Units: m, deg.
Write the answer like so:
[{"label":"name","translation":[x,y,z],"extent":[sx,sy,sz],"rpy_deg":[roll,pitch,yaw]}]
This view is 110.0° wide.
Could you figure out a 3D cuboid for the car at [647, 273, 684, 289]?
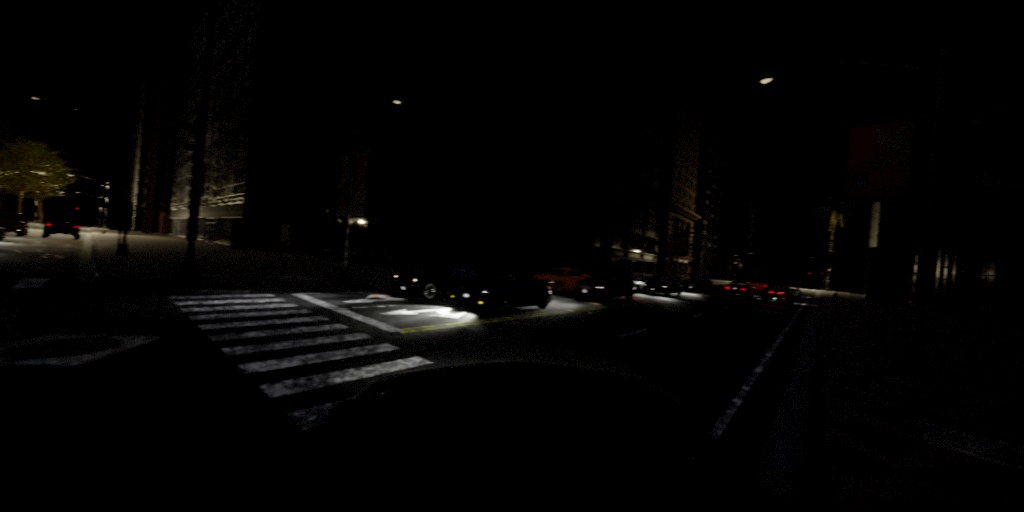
[{"label":"car","translation":[16.452,2.674,38.256],"extent":[2.033,1.411,5.357],"rpy_deg":[5,0,41]}]

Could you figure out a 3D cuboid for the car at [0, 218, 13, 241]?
[{"label":"car","translation":[-36.650,-1.834,24.741],"extent":[4.181,1.385,1.994],"rpy_deg":[5,0,40]}]

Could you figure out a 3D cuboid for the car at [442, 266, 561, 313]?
[{"label":"car","translation":[-0.268,1.274,13.775],"extent":[1.994,1.385,4.181],"rpy_deg":[5,0,41]}]

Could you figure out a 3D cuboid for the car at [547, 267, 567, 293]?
[{"label":"car","translation":[3.142,1.469,22.746],"extent":[1.882,1.535,5.008],"rpy_deg":[5,0,41]}]

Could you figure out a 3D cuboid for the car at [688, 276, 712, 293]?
[{"label":"car","translation":[18.530,2.803,35.695],"extent":[2.128,1.511,4.902],"rpy_deg":[5,0,41]}]

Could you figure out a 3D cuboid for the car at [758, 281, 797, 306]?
[{"label":"car","translation":[21.442,3.080,28.886],"extent":[1.837,1.490,4.892],"rpy_deg":[5,0,41]}]

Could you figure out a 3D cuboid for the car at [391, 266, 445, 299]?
[{"label":"car","translation":[-2.797,1.088,15.813],"extent":[1.895,1.301,4.718],"rpy_deg":[5,0,43]}]

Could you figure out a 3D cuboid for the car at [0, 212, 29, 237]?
[{"label":"car","translation":[-44.595,-2.859,31.596],"extent":[5.566,2.045,2.150],"rpy_deg":[5,0,41]}]

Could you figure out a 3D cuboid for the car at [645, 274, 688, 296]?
[{"label":"car","translation":[11.791,2.262,27.873],"extent":[1.812,1.442,4.674],"rpy_deg":[5,0,41]}]

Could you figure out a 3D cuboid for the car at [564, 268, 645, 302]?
[{"label":"car","translation":[5.379,1.682,20.375],"extent":[2.128,1.511,4.902],"rpy_deg":[5,0,41]}]

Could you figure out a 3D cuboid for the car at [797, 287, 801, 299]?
[{"label":"car","translation":[31.636,4.046,40.827],"extent":[1.895,1.301,4.718],"rpy_deg":[5,0,41]}]

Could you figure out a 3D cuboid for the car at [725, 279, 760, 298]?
[{"label":"car","translation":[21.888,3.154,34.406],"extent":[2.033,1.411,5.357],"rpy_deg":[5,0,41]}]

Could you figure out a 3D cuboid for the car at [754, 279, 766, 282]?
[{"label":"car","translation":[31.623,3.787,45.781],"extent":[2.097,1.767,4.553],"rpy_deg":[5,0,41]}]

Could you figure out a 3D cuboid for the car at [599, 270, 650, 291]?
[{"label":"car","translation":[9.582,2.088,30.281],"extent":[2.033,1.411,5.357],"rpy_deg":[5,0,41]}]

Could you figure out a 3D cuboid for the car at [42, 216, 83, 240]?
[{"label":"car","translation":[-42.630,-2.699,34.044],"extent":[5.566,2.045,2.150],"rpy_deg":[4,0,40]}]
